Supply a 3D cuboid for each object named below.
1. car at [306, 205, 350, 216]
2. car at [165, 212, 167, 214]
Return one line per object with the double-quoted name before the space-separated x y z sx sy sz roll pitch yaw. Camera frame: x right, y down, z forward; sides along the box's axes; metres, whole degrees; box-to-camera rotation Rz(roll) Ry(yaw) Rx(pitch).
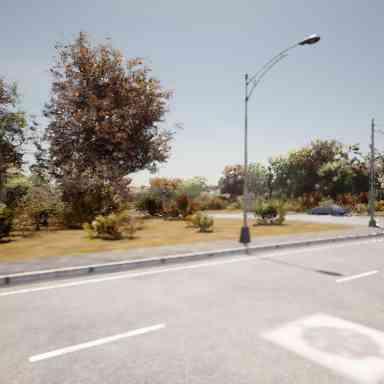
"car" 17.304 2.336 42.461 2.033 1.411 5.357 1 -3 -32
"car" -5.871 3.632 59.506 1.895 1.301 4.718 1 -3 -32
